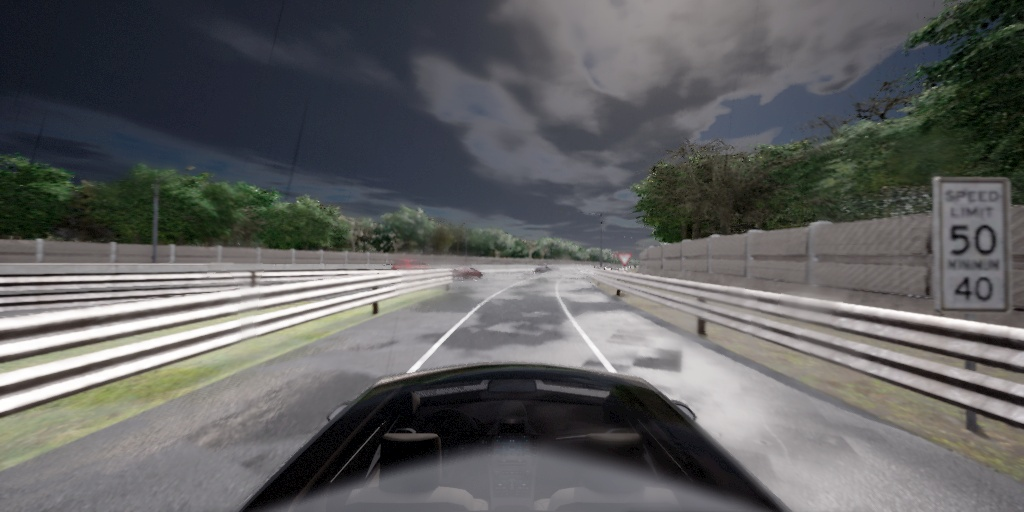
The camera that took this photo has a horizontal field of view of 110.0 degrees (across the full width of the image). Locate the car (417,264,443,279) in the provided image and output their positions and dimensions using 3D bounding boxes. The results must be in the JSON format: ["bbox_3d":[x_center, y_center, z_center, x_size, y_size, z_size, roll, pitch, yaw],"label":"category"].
[{"bbox_3d":[-7.840,1.795,38.737,1.994,1.385,4.181,0,-1,26],"label":"car"}]

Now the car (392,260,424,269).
[{"bbox_3d":[-10.968,1.453,40.310,2.150,2.045,5.566,0,-1,26],"label":"car"}]

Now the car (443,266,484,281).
[{"bbox_3d":[-4.701,1.755,37.190,1.812,1.442,4.674,0,-1,26],"label":"car"}]
